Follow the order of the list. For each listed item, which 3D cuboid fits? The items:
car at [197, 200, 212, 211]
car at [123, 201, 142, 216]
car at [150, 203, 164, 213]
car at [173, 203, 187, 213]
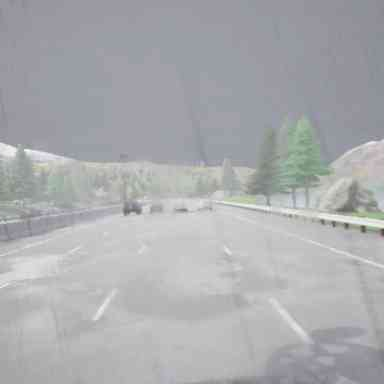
[{"bbox_3d":[1.808,1.866,47.621,1.812,1.442,4.674,-4,0,-2],"label":"car"},{"bbox_3d":[-8.758,2.352,49.282,2.150,2.045,5.566,-4,-1,-2],"label":"car"},{"bbox_3d":[-5.295,2.382,50.543,2.128,1.511,4.902,-4,0,-2],"label":"car"},{"bbox_3d":[-1.624,2.179,46.196,1.895,1.301,4.718,-4,-1,-2],"label":"car"}]
